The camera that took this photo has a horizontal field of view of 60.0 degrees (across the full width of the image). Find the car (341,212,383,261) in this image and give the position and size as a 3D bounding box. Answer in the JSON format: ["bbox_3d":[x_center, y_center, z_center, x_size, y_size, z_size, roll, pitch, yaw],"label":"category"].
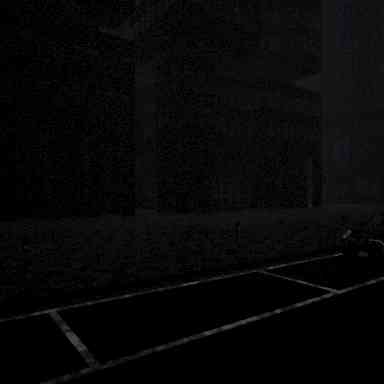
[{"bbox_3d":[7.024,1.438,11.659,4.097,1.590,1.967,0,0,-35],"label":"car"}]
